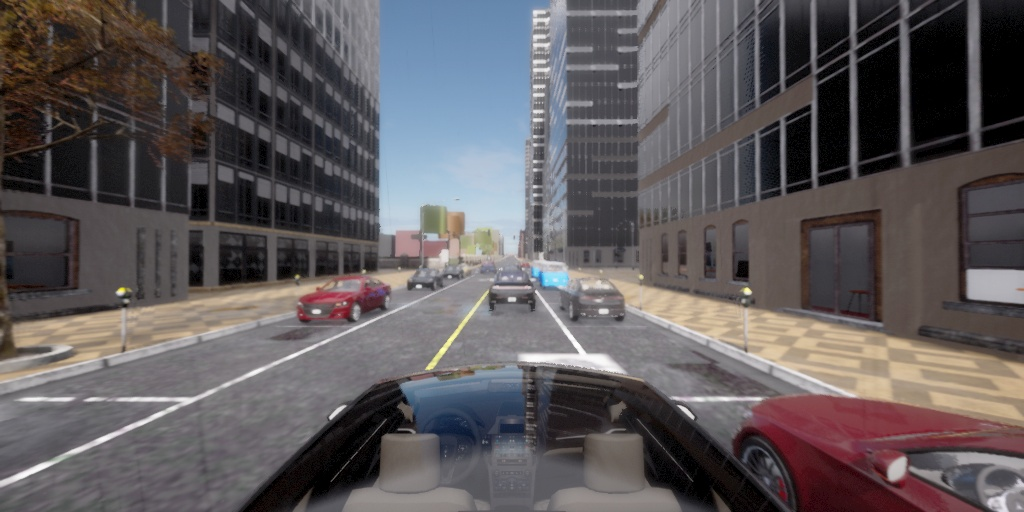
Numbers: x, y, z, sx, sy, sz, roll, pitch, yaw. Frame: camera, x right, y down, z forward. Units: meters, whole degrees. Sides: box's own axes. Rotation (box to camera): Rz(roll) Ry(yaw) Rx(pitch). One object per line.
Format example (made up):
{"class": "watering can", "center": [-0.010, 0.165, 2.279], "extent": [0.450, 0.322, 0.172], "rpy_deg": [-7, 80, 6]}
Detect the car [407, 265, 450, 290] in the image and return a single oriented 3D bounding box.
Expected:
{"class": "car", "center": [-5.694, 1.512, 24.095], "extent": [1.948, 1.339, 4.313], "rpy_deg": [0, 0, 0]}

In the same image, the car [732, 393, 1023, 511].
{"class": "car", "center": [2.690, 1.328, 1.289], "extent": [1.802, 1.307, 4.207], "rpy_deg": [0, 0, 0]}

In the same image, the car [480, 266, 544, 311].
{"class": "car", "center": [0.022, 1.372, 15.337], "extent": [2.128, 1.511, 4.902], "rpy_deg": [0, 0, 1]}

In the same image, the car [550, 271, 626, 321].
{"class": "car", "center": [2.688, 1.407, 12.691], "extent": [2.007, 1.370, 4.403], "rpy_deg": [0, 0, 0]}

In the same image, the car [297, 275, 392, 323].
{"class": "car", "center": [-5.692, 1.402, 12.689], "extent": [1.888, 1.381, 4.507], "rpy_deg": [0, 0, 0]}

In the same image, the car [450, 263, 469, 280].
{"class": "car", "center": [-5.777, 1.582, 35.492], "extent": [1.948, 1.339, 4.313], "rpy_deg": [0, 0, 0]}

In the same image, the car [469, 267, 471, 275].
{"class": "car", "center": [-5.827, 1.585, 42.726], "extent": [1.751, 1.417, 4.829], "rpy_deg": [0, 0, 0]}

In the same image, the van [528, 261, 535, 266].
{"class": "van", "center": [2.766, 1.357, 35.495], "extent": [1.690, 1.789, 3.998], "rpy_deg": [0, 0, 0]}

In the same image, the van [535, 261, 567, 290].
{"class": "van", "center": [2.687, 1.287, 24.098], "extent": [1.690, 1.789, 3.998], "rpy_deg": [0, 0, 0]}

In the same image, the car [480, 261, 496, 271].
{"class": "car", "center": [-3.030, 1.645, 46.381], "extent": [1.994, 1.385, 4.181], "rpy_deg": [0, 0, 0]}

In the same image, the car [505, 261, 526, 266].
{"class": "car", "center": [0.025, 1.467, 31.075], "extent": [1.882, 1.535, 5.008], "rpy_deg": [0, 0, 0]}
